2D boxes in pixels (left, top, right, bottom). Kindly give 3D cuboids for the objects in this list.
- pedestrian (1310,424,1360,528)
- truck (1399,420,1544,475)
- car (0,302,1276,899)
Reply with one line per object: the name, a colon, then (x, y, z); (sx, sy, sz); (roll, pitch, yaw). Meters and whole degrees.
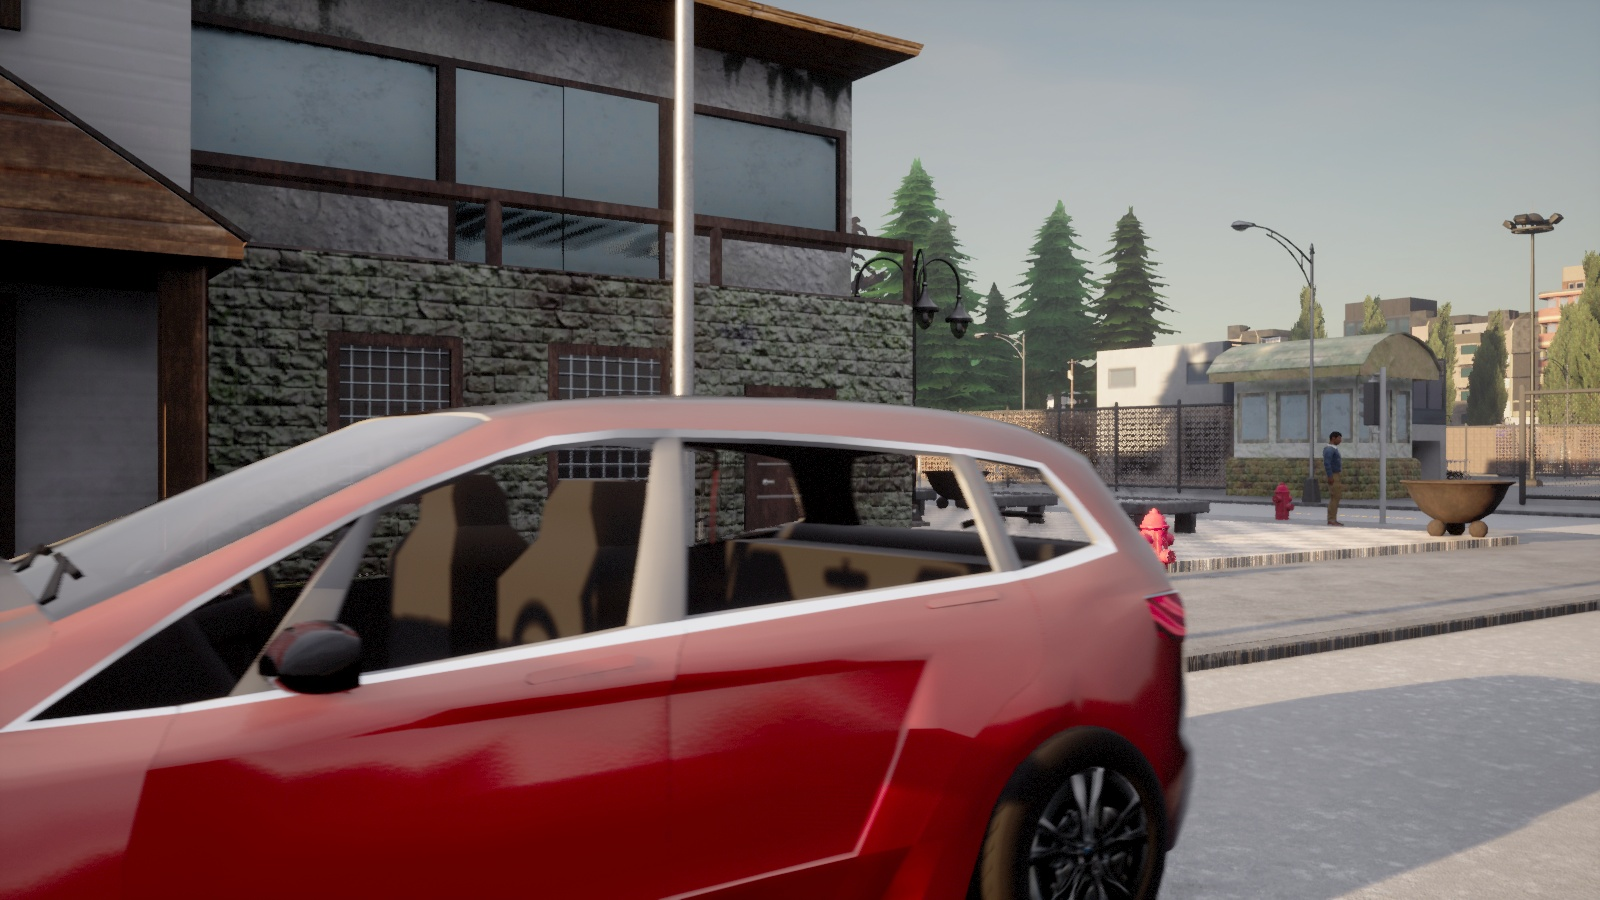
pedestrian: (10.221, 0.487, 24.008); (0.788, 1.949, 0.423); (0, 0, 39)
truck: (43.819, -0.128, 82.112); (7.936, 3.462, 2.891); (0, 0, 42)
car: (-1.042, 0.600, 3.543); (4.611, 1.667, 2.242); (0, 0, -35)
